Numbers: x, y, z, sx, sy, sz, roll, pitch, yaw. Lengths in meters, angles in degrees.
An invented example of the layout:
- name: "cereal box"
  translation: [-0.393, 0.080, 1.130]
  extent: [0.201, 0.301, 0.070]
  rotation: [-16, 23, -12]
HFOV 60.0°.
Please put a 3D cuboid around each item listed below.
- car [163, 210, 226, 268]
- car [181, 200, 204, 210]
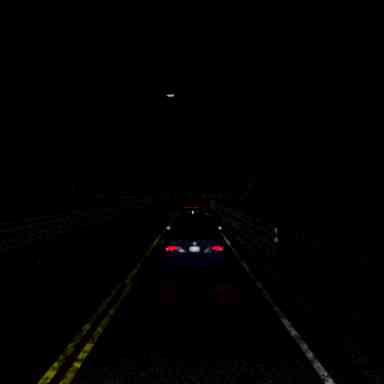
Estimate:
- name: "car"
  translation: [0.077, 1.553, 11.287]
  extent: [2.033, 1.411, 5.357]
  rotation: [0, 0, 0]
- name: "car"
  translation: [0.074, 1.518, 31.568]
  extent: [1.837, 1.490, 4.892]
  rotation: [0, 0, 0]
